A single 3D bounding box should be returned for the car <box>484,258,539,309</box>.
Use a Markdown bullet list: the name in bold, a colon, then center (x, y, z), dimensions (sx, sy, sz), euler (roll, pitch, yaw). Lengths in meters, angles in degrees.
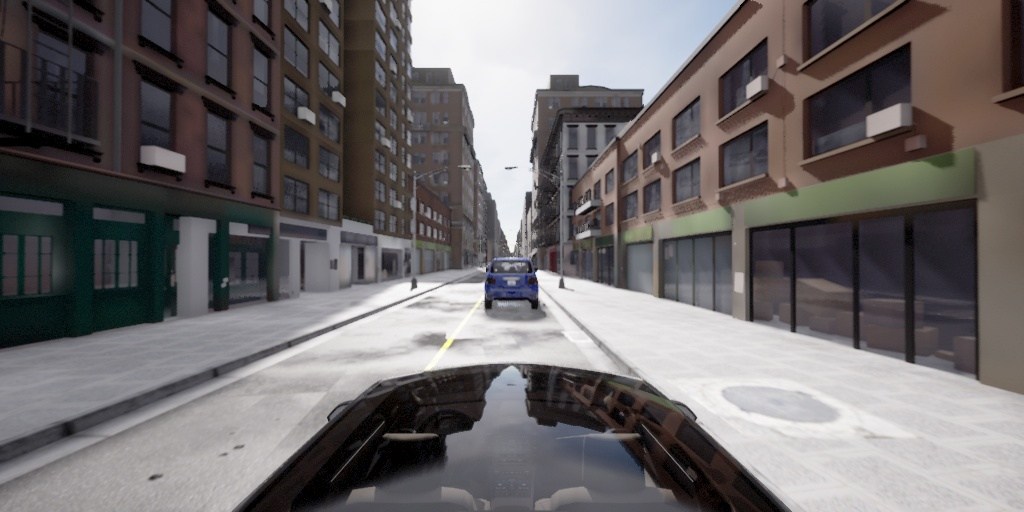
- **car**: center (-0.016, 1.101, 15.863), dimensions (2.150, 2.045, 5.566), euler (0, 0, 0)
